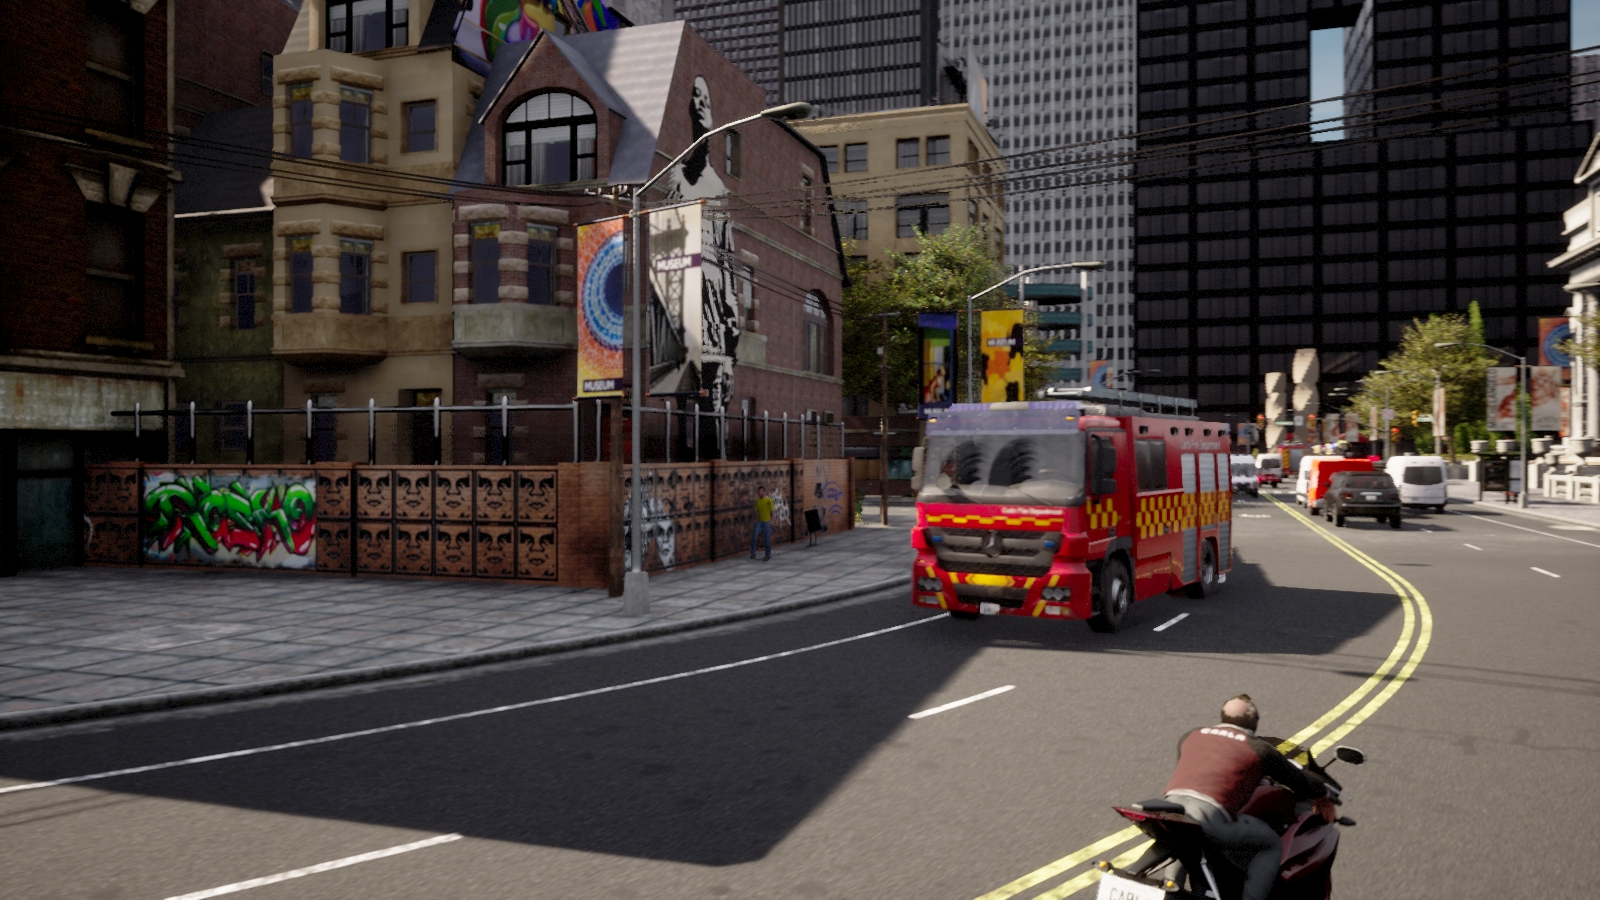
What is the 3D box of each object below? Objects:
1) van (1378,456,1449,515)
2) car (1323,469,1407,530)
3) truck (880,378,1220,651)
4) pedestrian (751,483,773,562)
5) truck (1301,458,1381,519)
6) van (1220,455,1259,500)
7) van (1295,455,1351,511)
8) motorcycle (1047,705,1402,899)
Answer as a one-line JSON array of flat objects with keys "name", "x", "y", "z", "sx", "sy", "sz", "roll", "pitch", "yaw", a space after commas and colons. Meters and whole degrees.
[{"name": "van", "x": 28.250, "y": 1.563, "z": 52.777, "sx": 1.988, "sy": 2.561, "sz": 5.915, "roll": 0, "pitch": 0, "yaw": 19}, {"name": "car", "x": 21.196, "y": 1.805, "z": 43.083, "sx": 2.150, "sy": 2.045, "sz": 5.566, "roll": 0, "pitch": 0, "yaw": 19}, {"name": "truck", "x": 4.846, "y": 0.905, "z": 20.318, "sx": 2.891, "sy": 3.827, "sz": 8.468, "roll": 0, "pitch": 0, "yaw": 35}, {"name": "pedestrian", "x": -0.900, "y": 1.721, "z": 27.180, "sx": 0.375, "sy": 1.860, "sz": 0.375, "roll": 0, "pitch": 0, "yaw": 30}, {"name": "truck", "x": 23.588, "y": 1.601, "z": 50.025, "sx": 2.627, "sy": 2.467, "sz": 5.204, "roll": 0, "pitch": 0, "yaw": 19}, {"name": "van", "x": 26.315, "y": 1.578, "z": 68.483, "sx": 1.988, "sy": 2.561, "sz": 5.915, "roll": 0, "pitch": 0, "yaw": 19}, {"name": "van", "x": 25.996, "y": 1.569, "z": 56.941, "sx": 1.988, "sy": 2.561, "sz": 5.915, "roll": 0, "pitch": 0, "yaw": 19}, {"name": "motorcycle", "x": 2.307, "y": 2.209, "z": 6.025, "sx": 2.209, "sy": 1.251, "sz": 0.867, "roll": 0, "pitch": -1, "yaw": -44}]
